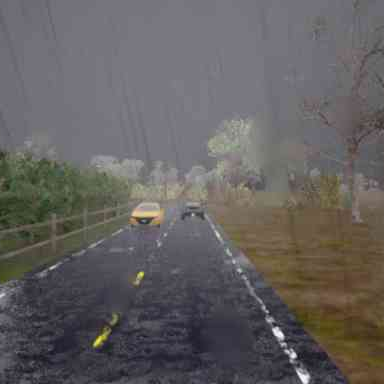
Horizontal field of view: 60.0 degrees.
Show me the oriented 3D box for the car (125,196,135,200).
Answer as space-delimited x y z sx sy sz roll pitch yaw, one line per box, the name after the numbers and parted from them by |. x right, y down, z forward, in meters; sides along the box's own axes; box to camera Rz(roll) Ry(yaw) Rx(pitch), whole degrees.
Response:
-11.871 1.418 62.752 1.994 1.385 4.181 0 0 -33 | car

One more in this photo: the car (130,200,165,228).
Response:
-2.896 1.470 22.433 1.882 1.535 5.008 0 0 0 | car

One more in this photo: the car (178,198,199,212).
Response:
-0.473 1.512 39.439 2.033 1.411 5.357 0 0 -6 | car

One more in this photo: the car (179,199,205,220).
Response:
0.057 1.493 27.939 1.837 1.490 4.892 0 0 -1 | car
